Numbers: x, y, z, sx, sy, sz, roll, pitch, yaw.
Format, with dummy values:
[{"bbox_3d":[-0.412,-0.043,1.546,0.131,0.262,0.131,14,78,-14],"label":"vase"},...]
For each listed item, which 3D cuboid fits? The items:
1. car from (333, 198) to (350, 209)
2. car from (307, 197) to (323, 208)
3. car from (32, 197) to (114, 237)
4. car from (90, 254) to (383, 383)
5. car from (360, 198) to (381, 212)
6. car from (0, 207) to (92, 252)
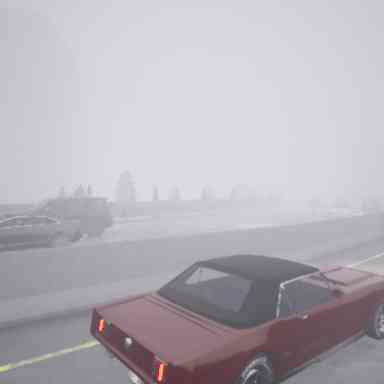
[{"bbox_3d":[20.270,1.545,45.236,1.812,1.442,4.674,0,0,26],"label":"car"},{"bbox_3d":[18.234,1.540,49.199,1.837,1.490,4.892,0,0,24],"label":"car"},{"bbox_3d":[-6.705,1.282,16.654,5.566,2.045,2.150,0,0,-39],"label":"car"},{"bbox_3d":[1.147,1.608,4.817,4.718,1.301,1.895,0,0,-38],"label":"car"},{"bbox_3d":[20.647,1.496,38.451,2.128,1.511,4.902,0,0,29],"label":"car"},{"bbox_3d":[-6.597,1.542,12.371,4.902,1.511,2.128,0,0,-38],"label":"car"}]
